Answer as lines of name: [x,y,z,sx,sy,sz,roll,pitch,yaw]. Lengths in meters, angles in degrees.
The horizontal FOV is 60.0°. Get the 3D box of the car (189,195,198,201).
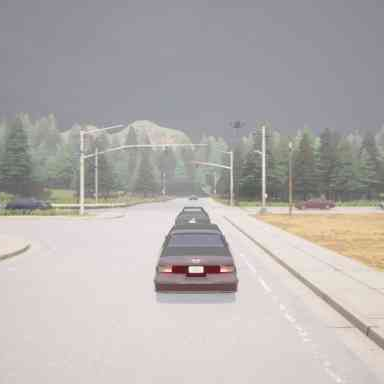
car: [0.275,1.479,81.817,1.895,1.301,4.718,0,0,2]

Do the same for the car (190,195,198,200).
car: [0.644,1.421,91.797,1.994,1.385,4.181,0,0,2]

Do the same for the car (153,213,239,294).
car: [0.085,1.538,8.927,2.033,1.411,5.357,0,0,0]

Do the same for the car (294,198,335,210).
car: [14.770,1.449,40.161,4.674,1.442,1.812,0,0,1]

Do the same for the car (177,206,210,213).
car: [0.069,1.535,19.534,1.994,1.385,4.181,0,0,1]

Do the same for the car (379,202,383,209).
car: [25.049,1.415,39.964,4.674,1.442,1.812,0,0,1]

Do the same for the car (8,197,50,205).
car: [-18.034,1.388,37.099,4.553,1.767,2.097,0,0,1]
